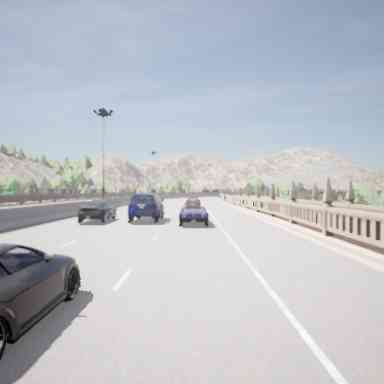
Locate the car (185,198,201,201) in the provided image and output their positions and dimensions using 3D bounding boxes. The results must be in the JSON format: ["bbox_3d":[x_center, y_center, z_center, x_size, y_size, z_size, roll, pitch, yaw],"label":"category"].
[{"bbox_3d":[0.116,1.375,40.010,1.994,1.385,4.181,0,0,0],"label":"car"}]

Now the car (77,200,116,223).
[{"bbox_3d":[-6.892,1.390,24.447,1.837,1.490,4.892,0,0,0],"label":"car"}]

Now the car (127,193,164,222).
[{"bbox_3d":[-3.391,1.103,25.054,2.150,2.045,5.566,0,0,0],"label":"car"}]

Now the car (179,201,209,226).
[{"bbox_3d":[0.108,1.493,22.679,1.895,1.301,4.718,0,0,0],"label":"car"}]

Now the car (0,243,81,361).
[{"bbox_3d":[-3.398,1.538,5.535,1.994,1.385,4.181,0,0,0],"label":"car"}]
